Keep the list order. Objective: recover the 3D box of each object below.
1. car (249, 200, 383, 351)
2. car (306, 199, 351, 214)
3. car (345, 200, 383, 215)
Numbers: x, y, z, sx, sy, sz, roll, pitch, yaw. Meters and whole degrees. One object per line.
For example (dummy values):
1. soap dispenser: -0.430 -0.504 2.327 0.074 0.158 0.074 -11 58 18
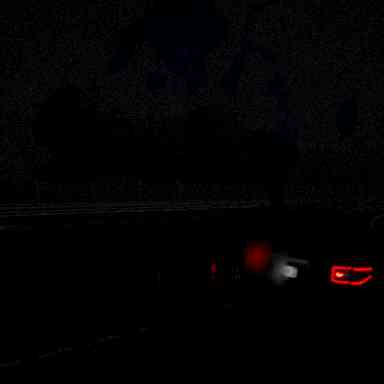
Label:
1. car: 3.549 1.222 6.313 5.566 2.045 2.150 0 0 -36
2. car: 14.958 1.551 36.341 5.357 1.411 2.033 0 0 -36
3. car: 18.312 1.553 34.442 5.357 1.411 2.033 0 0 -36
